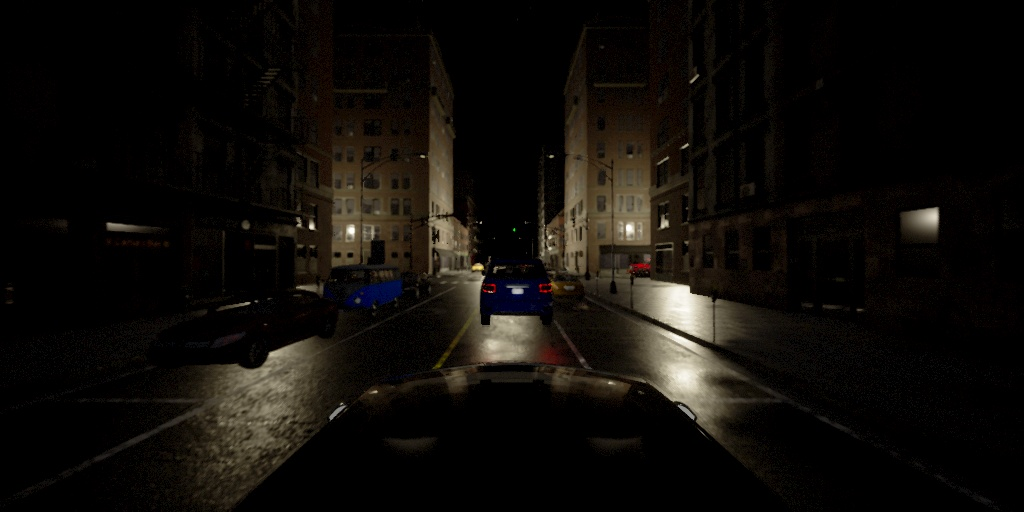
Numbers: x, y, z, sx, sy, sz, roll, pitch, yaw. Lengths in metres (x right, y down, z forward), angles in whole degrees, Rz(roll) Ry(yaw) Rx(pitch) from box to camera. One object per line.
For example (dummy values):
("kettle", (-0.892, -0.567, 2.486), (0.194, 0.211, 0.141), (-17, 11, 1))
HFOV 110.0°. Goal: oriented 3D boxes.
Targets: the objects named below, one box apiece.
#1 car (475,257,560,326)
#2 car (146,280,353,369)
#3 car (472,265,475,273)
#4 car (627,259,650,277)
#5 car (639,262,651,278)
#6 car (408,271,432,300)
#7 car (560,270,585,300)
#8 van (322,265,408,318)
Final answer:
("car", (0.106, 1.084, 12.381), (2.150, 2.045, 5.566), (0, -1, -1))
("car", (-5.389, 1.397, 7.888), (1.802, 1.307, 4.207), (0, 0, 0))
("car", (-5.354, 1.858, 56.492), (1.751, 1.417, 4.829), (0, 0, 0))
("car", (15.356, 1.273, 38.747), (5.566, 2.045, 2.150), (0, -1, 0))
("car", (15.379, 1.583, 35.636), (4.181, 1.385, 1.994), (0, -1, -2))
("car", (-5.379, 1.480, 18.700), (2.007, 1.370, 4.403), (0, 0, 0))
("car", (2.655, 1.456, 18.866), (1.751, 1.417, 4.829), (0, 0, 0))
("van", (-5.384, 1.213, 13.294), (1.690, 1.789, 3.998), (0, 0, 0))
